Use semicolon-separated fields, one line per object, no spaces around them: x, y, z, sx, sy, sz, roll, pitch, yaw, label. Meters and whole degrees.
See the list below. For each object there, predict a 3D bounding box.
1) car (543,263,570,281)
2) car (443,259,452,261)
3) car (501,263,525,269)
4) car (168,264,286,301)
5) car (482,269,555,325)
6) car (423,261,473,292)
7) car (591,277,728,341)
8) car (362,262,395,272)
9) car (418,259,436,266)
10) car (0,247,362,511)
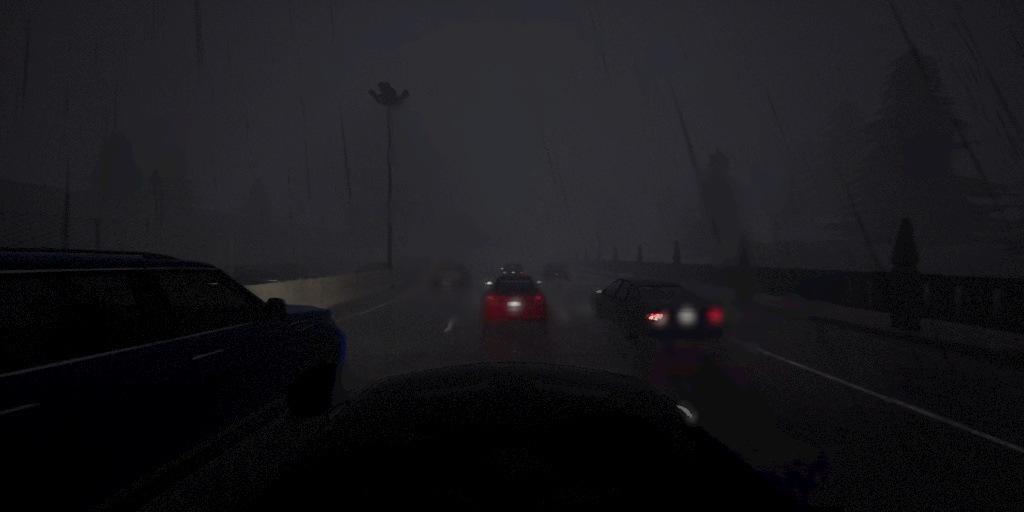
3.611;1.275;29.933;1.812;1.442;4.674;0;0;0;car
-10.523;1.273;58.536;1.812;1.442;4.674;0;1;0;car
0.098;1.296;29.587;2.033;1.411;5.357;0;0;0;car
-14.099;1.241;18.256;2.128;1.511;4.902;0;0;0;car
0.100;1.314;11.854;1.994;1.385;4.181;0;0;0;car
-3.400;1.240;21.030;2.128;1.511;4.902;0;0;0;car
3.600;1.297;9.880;2.033;1.411;5.357;0;0;0;car
-10.598;1.226;27.829;1.882;1.535;5.008;0;0;0;car
-14.158;1.224;61.777;1.882;1.535;5.008;0;0;-1;car
-3.399;0.971;2.682;2.150;2.045;5.566;0;0;0;car
